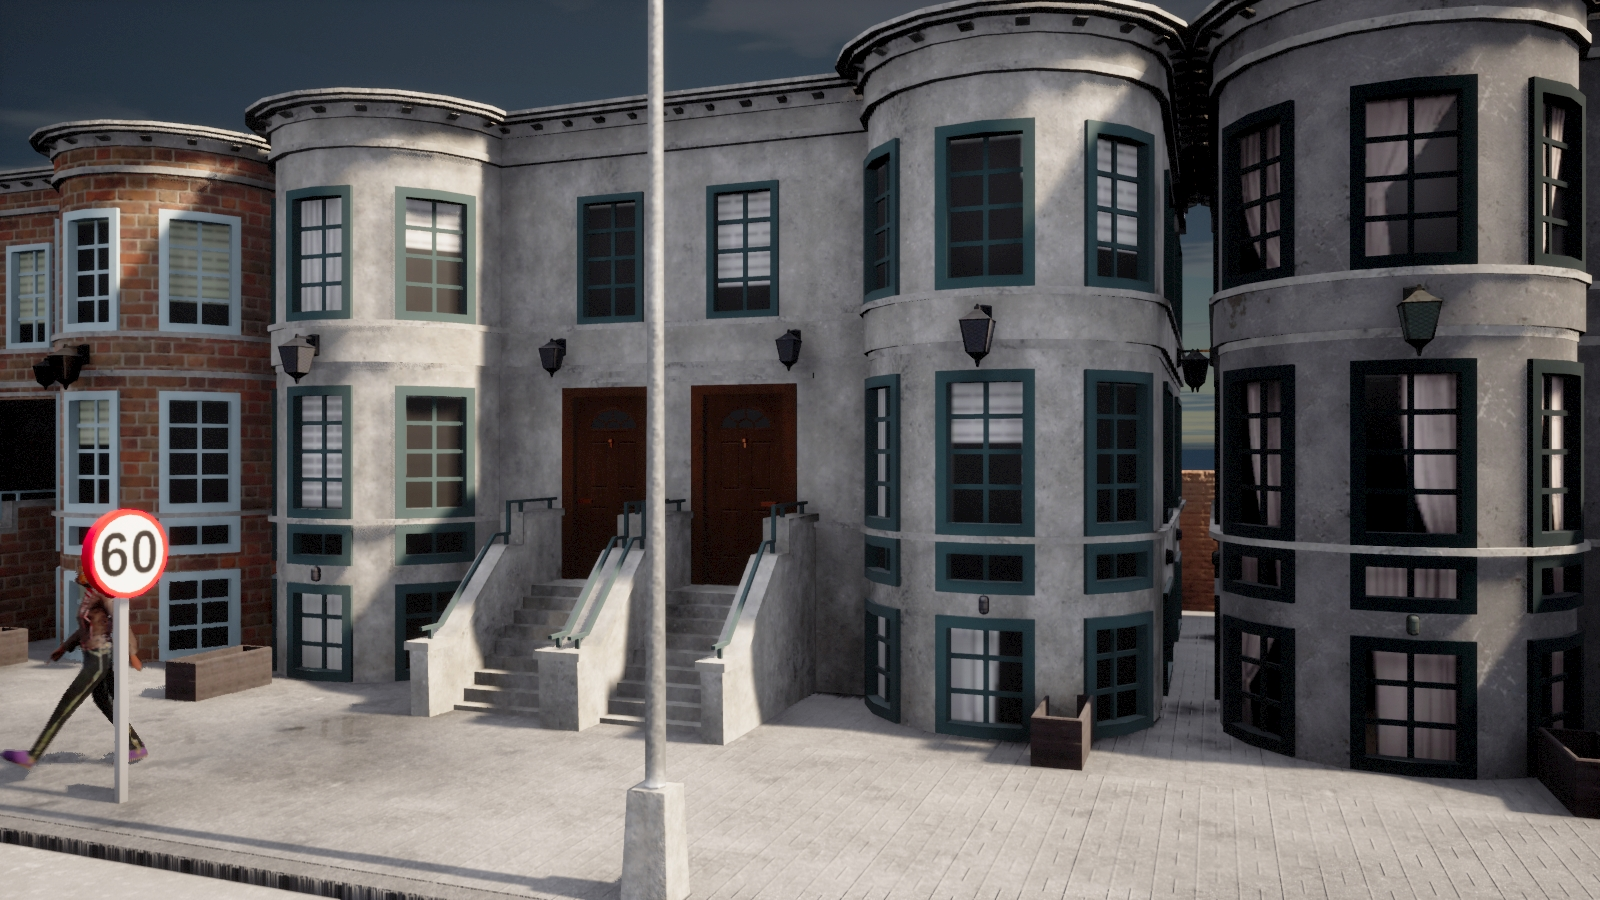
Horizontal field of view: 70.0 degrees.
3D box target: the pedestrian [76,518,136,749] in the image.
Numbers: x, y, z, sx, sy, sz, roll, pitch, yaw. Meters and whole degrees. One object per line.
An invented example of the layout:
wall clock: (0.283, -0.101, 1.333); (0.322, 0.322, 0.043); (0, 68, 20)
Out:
pedestrian: (-5.867, 1.524, 9.657); (0.375, 1.860, 0.375); (0, 0, -41)
